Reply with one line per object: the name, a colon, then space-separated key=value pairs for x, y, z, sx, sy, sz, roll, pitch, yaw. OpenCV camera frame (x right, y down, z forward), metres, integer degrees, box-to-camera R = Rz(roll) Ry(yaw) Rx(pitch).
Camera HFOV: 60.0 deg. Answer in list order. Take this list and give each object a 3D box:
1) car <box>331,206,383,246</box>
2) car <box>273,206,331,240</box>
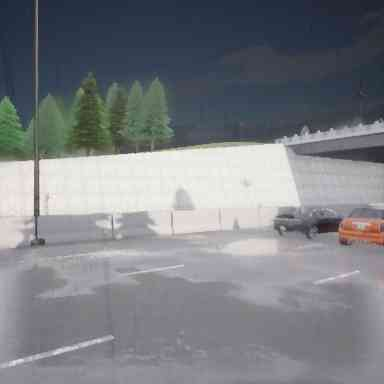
car: x=8.244 y=1.363 z=14.049 sx=4.553 sy=1.767 sz=2.097 roll=0 pitch=0 yaw=-35
car: x=6.236 y=1.492 z=16.916 sx=4.902 sy=1.511 sz=2.128 roll=0 pitch=0 yaw=-35
